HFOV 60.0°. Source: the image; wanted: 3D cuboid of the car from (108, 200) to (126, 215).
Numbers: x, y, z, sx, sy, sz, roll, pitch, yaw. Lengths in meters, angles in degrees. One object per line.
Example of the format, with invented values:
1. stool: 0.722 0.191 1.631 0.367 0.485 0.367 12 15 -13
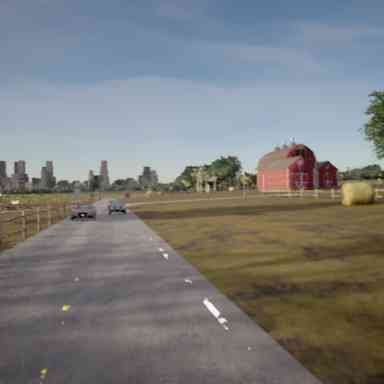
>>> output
1. car: -8.273 1.699 36.936 2.033 1.411 5.357 -1 0 -13

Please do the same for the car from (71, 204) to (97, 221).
1. car: -9.468 1.728 29.338 1.994 1.385 4.181 -1 0 -13

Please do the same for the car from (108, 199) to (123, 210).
1. car: -11.066 1.776 48.163 1.994 1.385 4.181 -1 0 -13
